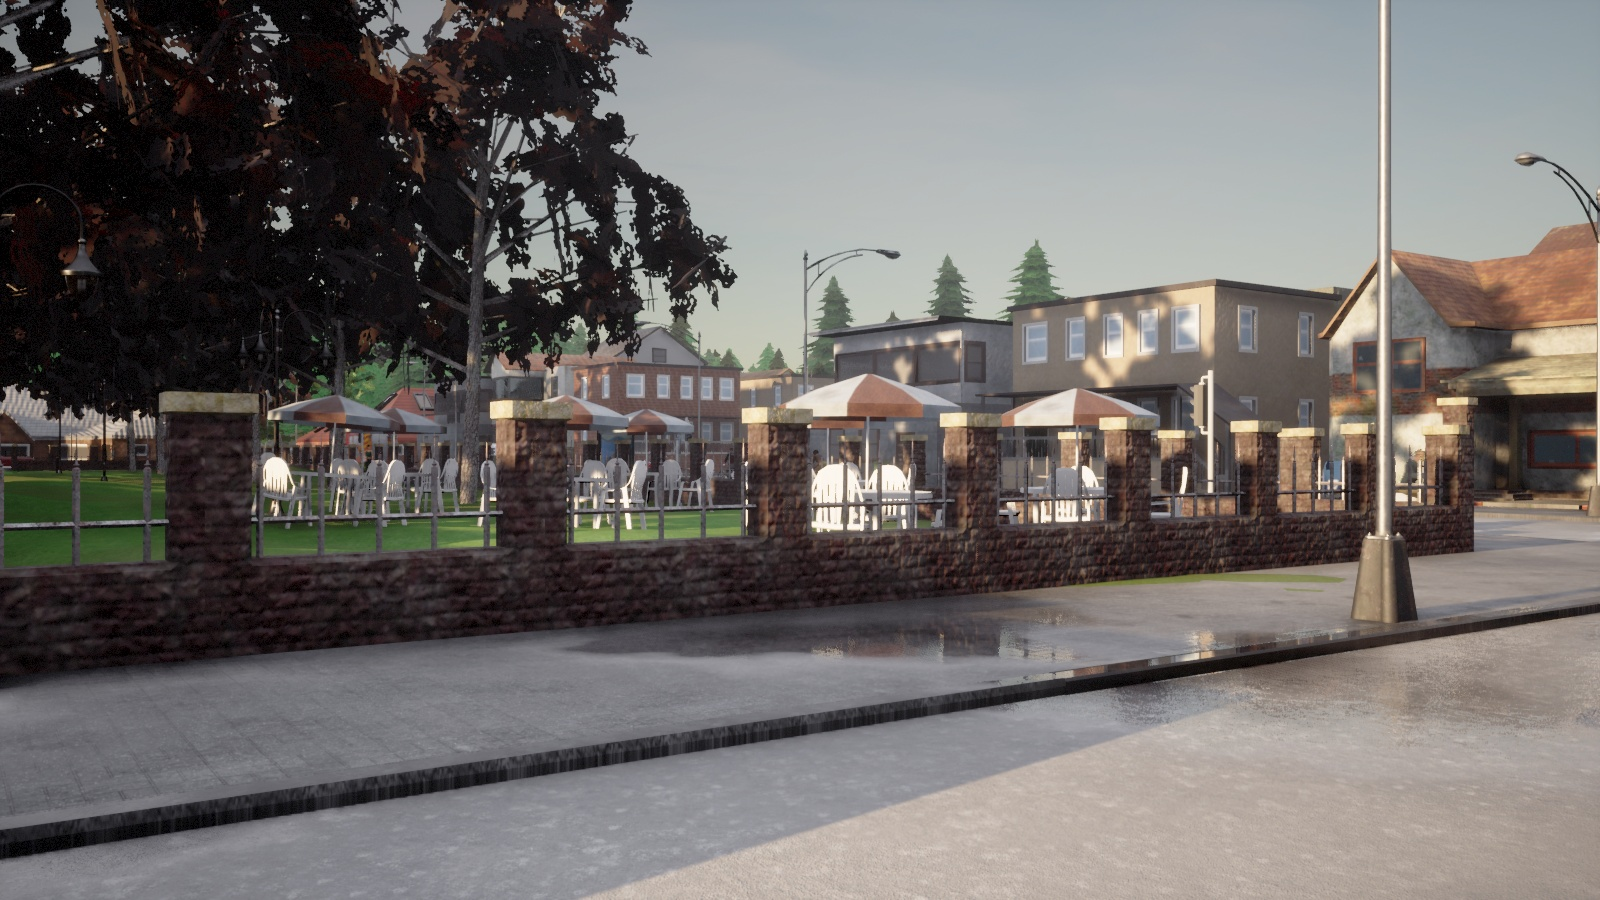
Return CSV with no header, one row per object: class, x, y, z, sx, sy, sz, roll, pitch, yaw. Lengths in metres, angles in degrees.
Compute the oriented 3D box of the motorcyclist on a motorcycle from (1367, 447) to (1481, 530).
motorcyclist on a motorcycle,12.369,0.733,24.933,0.866,1.590,1.817,0,0,-35
